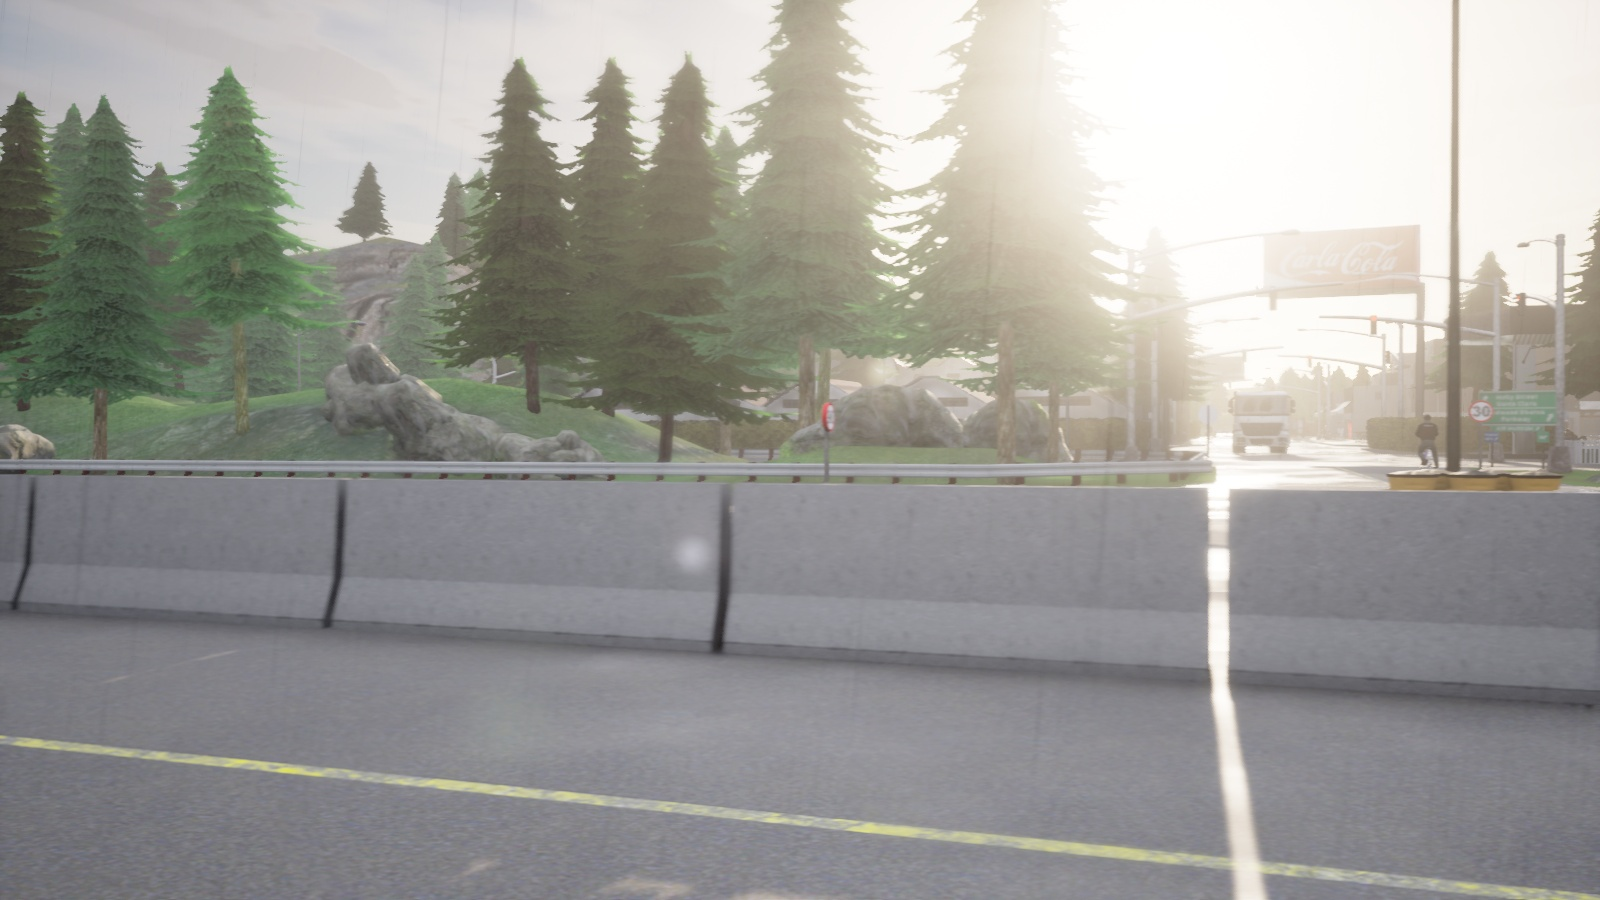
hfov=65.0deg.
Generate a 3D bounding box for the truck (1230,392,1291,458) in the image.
[{"bbox_3d":[25.618,-1.360,70.110,2.891,3.462,7.936,1,1,18],"label":"truck"}]
